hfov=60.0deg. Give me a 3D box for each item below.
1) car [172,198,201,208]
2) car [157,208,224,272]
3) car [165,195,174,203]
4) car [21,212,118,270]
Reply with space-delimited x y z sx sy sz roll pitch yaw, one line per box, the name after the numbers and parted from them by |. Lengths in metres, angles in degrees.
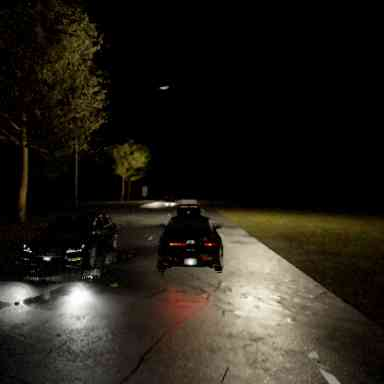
-0.284 1.359 27.877 2.128 1.511 4.902 0 0 -1 | car
-0.058 1.493 10.791 1.837 1.490 4.892 1 0 -1 | car
-4.382 1.434 65.905 2.128 1.511 4.902 1 -1 0 | car
-3.692 1.445 10.870 1.837 1.490 4.892 1 0 0 | car
